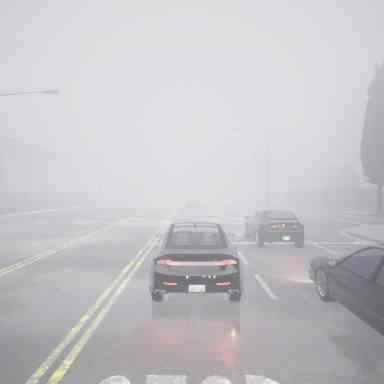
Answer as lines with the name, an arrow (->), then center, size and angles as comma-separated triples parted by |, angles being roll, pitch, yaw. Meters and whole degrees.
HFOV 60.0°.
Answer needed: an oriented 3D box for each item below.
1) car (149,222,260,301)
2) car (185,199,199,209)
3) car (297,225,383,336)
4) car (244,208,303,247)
car -> 0.082, 1.492, 8.302 | 2.128, 1.511, 4.902 | 0, 0, 0
car -> 0.005, 1.601, 44.120 | 1.895, 1.301, 4.718 | 0, 0, 0
car -> 3.589, 1.547, 5.256 | 2.033, 1.411, 5.357 | 0, 0, 0
car -> 3.566, 1.505, 15.002 | 1.837, 1.490, 4.892 | 0, 0, 0
